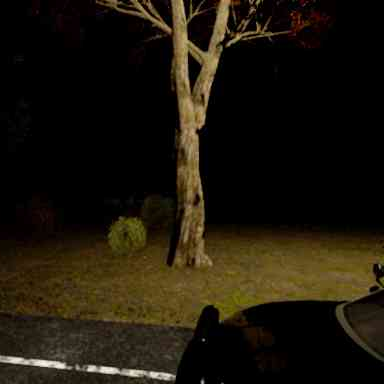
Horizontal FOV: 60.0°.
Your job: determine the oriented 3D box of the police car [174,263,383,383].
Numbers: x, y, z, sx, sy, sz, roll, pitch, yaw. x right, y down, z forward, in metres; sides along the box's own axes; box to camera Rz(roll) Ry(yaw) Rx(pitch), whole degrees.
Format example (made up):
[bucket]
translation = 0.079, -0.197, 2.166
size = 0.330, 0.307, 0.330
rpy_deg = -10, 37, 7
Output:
[police car]
translation = 2.480, 1.428, 2.807
size = 5.238, 1.638, 1.930
rpy_deg = 0, 0, 11
